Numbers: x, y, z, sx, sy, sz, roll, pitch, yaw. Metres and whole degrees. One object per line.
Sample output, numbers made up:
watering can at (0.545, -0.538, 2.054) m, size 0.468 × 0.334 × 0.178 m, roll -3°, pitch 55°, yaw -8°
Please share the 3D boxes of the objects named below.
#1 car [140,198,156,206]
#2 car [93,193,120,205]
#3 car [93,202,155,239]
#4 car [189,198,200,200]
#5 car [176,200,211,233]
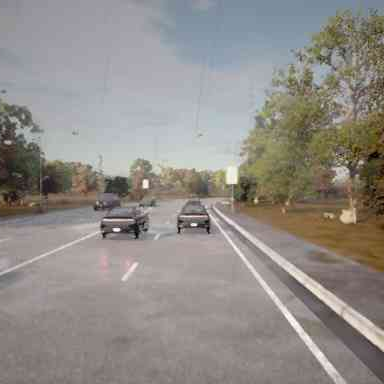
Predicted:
car at (-6.589, 1.542, 49.734) m, size 2.033 × 1.411 × 5.357 m, roll 0°, pitch 0°, yaw 3°
car at (-10.425, 1.214, 41.049) m, size 2.150 × 2.045 × 5.566 m, roll 0°, pitch 0°, yaw 2°
car at (-3.400, 1.490, 17.441) m, size 2.128 × 1.511 × 4.902 m, roll 0°, pitch 0°, yaw 0°
car at (0.291, 1.501, 41.834) m, size 1.837 × 1.490 × 4.892 m, roll 0°, pitch 0°, yaw 1°
car at (0.098, 1.489, 19.742) m, size 2.128 × 1.511 × 4.902 m, roll 0°, pitch 0°, yaw 0°
